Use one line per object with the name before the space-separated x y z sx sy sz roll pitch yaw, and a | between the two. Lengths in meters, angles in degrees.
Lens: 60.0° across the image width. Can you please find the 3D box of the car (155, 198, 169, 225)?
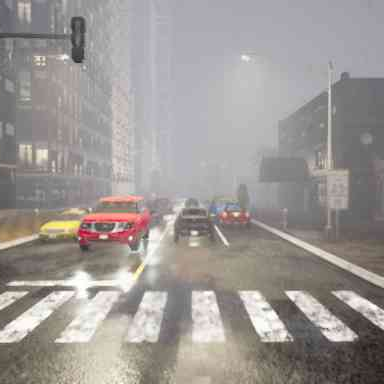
car | -3.074 1.475 24.147 2.128 1.511 4.902 0 0 0

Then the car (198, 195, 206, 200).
car | 2.691 1.526 89.820 1.802 1.307 4.206 -1 0 0

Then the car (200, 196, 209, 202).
car | 2.689 1.519 72.888 1.947 1.339 4.313 -1 0 0

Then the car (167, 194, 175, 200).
car | -5.658 1.384 89.876 1.967 1.590 4.097 -1 0 0

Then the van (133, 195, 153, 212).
van | -5.667 1.314 39.079 1.690 1.788 3.998 -1 0 0

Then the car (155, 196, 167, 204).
car | -5.661 1.485 61.486 1.752 1.417 4.829 -1 0 0

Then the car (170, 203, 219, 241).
car | 0.103 1.493 16.559 1.837 1.490 4.892 0 0 0

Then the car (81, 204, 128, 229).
car | -5.665 1.551 22.147 1.947 1.339 4.313 -1 0 0

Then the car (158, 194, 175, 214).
car | -2.994 1.329 34.079 2.097 1.767 4.553 0 0 0

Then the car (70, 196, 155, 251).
car | -3.101 1.211 14.393 2.150 2.045 5.566 0 0 0

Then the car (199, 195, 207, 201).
car | 2.690 1.491 84.176 1.887 1.381 4.507 -1 0 0

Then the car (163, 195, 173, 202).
car | -5.658 1.516 78.588 1.947 1.339 4.313 -1 0 0

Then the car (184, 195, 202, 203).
car | 0.006 1.476 43.122 1.837 1.490 4.892 0 0 0

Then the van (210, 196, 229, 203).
van | 2.679 1.322 27.735 1.690 1.788 3.998 -1 0 0

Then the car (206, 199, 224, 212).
car | 2.684 1.555 39.023 1.802 1.307 4.206 -1 0 0

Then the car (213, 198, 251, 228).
car | 2.680 1.425 22.091 1.967 1.590 4.097 -1 0 0

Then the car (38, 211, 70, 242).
car | -5.837 1.514 16.333 1.752 1.417 4.829 -1 0 0

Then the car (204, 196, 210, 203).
car | 2.679 1.292 33.379 2.192 1.841 5.009 -1 0 0

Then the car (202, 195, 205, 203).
car | 2.686 1.513 55.956 2.008 1.369 4.403 -1 0 0

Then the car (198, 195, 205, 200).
car | 2.691 1.466 95.634 1.752 1.417 4.829 -1 0 0

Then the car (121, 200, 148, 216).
car | -5.664 1.543 33.436 1.947 1.339 4.313 -1 0 0
